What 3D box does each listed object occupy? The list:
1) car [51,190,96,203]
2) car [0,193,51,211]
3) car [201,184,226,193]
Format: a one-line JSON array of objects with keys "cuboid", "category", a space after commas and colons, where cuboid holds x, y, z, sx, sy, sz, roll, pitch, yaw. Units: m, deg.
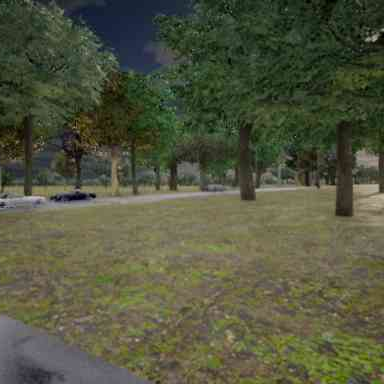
[{"cuboid": [-12.732, 0.453, 35.576, 1.895, 1.301, 4.718, 0, 2, 38], "category": "car"}, {"cuboid": [-14.514, 0.751, 27.208, 1.895, 1.301, 4.718, 0, 2, 35], "category": "car"}, {"cuboid": [3.719, -0.612, 56.834, 2.033, 1.411, 5.357, 0, 2, 38], "category": "car"}]
